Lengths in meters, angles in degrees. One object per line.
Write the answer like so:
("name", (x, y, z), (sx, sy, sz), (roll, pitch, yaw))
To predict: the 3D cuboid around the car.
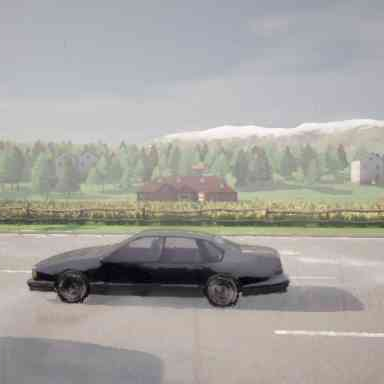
("car", (-0.667, 1.545, 7.364), (5.357, 1.411, 2.033), (0, 0, 5))
